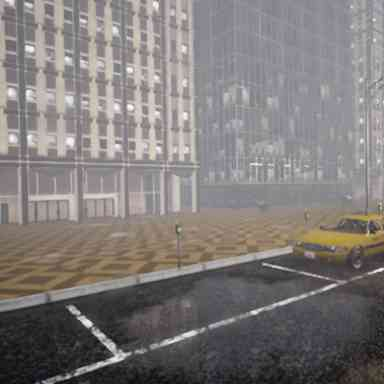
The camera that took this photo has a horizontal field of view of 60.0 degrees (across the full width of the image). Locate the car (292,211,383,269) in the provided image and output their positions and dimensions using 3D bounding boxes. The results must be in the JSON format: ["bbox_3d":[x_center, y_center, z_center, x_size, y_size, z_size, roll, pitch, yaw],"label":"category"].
[{"bbox_3d":[5.097,1.306,10.325,4.829,1.417,1.752,-2,1,-36],"label":"car"}]
